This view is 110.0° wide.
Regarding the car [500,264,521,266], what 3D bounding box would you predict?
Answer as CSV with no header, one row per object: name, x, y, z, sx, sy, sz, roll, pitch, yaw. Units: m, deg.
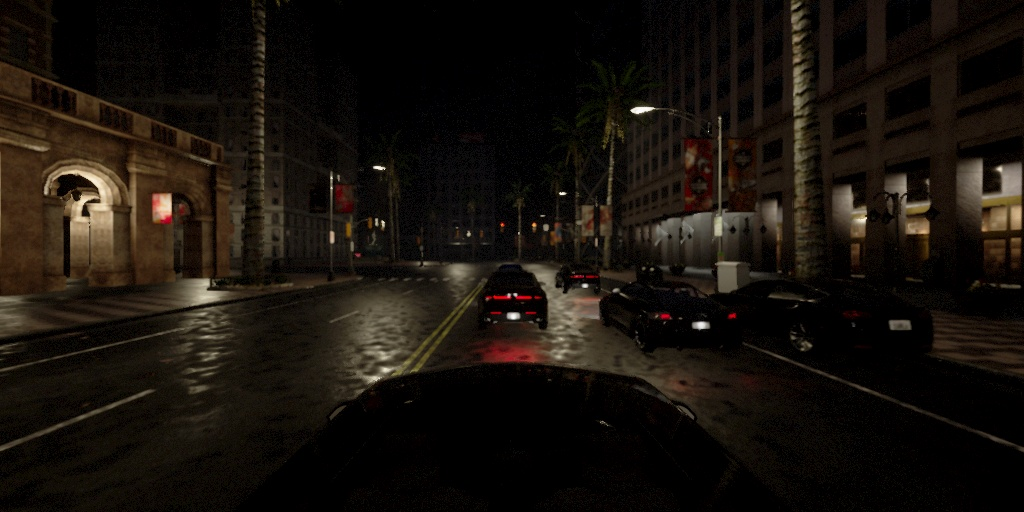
car,-0.080,1.161,19.901,1.812,1.442,4.674,0,0,-2

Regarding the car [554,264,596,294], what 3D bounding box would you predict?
car,3.425,1.144,19.332,1.837,1.490,4.892,0,0,-1

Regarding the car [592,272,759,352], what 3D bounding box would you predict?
car,3.537,1.269,8.778,1.994,1.385,4.181,0,0,-1

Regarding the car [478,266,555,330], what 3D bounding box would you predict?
car,0.004,1.193,10.958,1.837,1.490,4.892,0,0,-1
